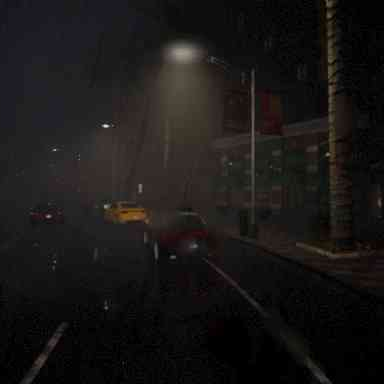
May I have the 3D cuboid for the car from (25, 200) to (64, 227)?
[{"bbox_3d":[-9.868,1.483,22.386,1.994,1.385,4.181,0,0,-29],"label":"car"}]

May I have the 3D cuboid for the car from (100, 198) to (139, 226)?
[{"bbox_3d":[-4.604,1.390,22.645,1.882,1.535,5.008,0,0,-27],"label":"car"}]

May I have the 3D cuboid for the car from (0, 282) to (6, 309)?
[{"bbox_3d":[-3.620,1.591,2.969,1.895,1.301,4.718,0,0,-5],"label":"car"}]

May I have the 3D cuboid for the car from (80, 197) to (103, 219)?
[{"bbox_3d":[-7.994,1.244,28.370,2.097,1.767,4.553,0,0,-33],"label":"car"}]

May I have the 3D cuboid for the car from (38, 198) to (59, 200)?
[{"bbox_3d":[-17.251,1.415,41.088,1.994,1.385,4.181,0,0,-33],"label":"car"}]

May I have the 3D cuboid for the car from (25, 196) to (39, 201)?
[{"bbox_3d":[-25.452,1.302,53.176,2.128,1.511,4.902,0,0,-33],"label":"car"}]

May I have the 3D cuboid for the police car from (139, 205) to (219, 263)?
[{"bbox_3d":[-0.600,1.376,12.143,1.930,1.638,5.238,0,0,-15],"label":"police car"}]
